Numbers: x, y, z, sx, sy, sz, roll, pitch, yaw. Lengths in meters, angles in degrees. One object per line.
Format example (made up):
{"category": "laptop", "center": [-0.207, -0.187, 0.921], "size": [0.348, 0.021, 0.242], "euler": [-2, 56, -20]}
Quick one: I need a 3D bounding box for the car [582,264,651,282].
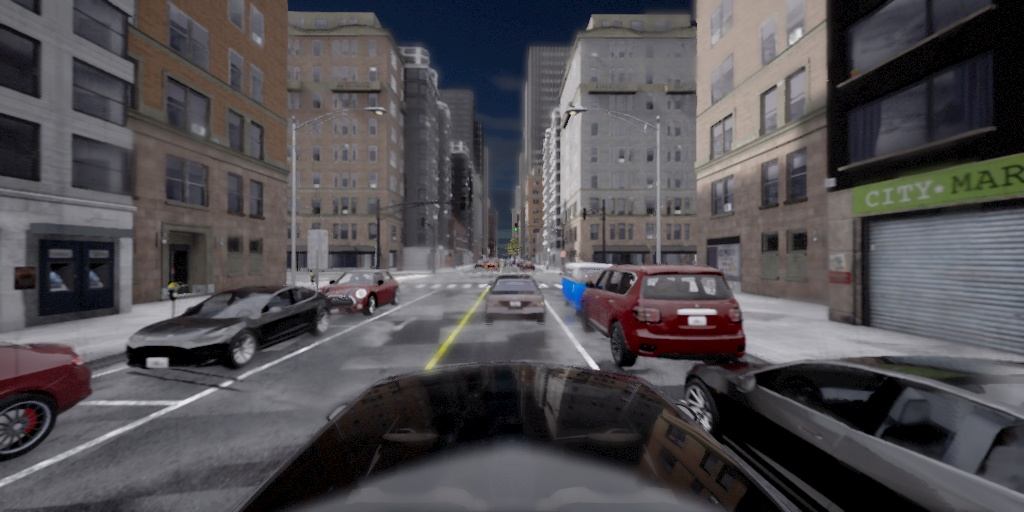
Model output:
{"category": "car", "center": [8.828, 1.413, 30.633], "size": [5.357, 1.411, 2.033], "euler": [0, 0, 0]}

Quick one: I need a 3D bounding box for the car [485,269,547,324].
{"category": "car", "center": [0.101, 1.345, 12.091], "size": [2.033, 1.411, 5.357], "euler": [0, 0, 0]}

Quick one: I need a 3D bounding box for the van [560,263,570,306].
{"category": "van", "center": [2.858, 1.144, 13.440], "size": [1.690, 1.789, 3.998], "euler": [0, 0, 0]}

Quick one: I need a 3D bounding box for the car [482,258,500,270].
{"category": "car", "center": [-3.398, 1.394, 59.828], "size": [2.097, 1.767, 4.553], "euler": [0, 0, -1]}

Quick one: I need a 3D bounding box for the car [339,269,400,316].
{"category": "car", "center": [-5.668, 1.243, 13.435], "size": [1.967, 1.591, 4.097], "euler": [0, 0, 0]}

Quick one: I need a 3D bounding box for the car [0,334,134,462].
{"category": "car", "center": [-5.668, 1.335, 2.385], "size": [1.802, 1.307, 4.207], "euler": [0, 0, 0]}

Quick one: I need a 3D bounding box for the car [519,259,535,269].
{"category": "car", "center": [2.577, 1.468, 57.328], "size": [1.967, 1.591, 4.097], "euler": [0, 0, -1]}

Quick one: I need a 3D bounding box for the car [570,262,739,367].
{"category": "car", "center": [2.858, 1.093, 7.916], "size": [2.192, 1.841, 5.009], "euler": [0, 0, 0]}

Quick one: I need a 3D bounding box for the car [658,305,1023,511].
{"category": "car", "center": [2.858, 1.319, 2.392], "size": [1.948, 1.339, 4.313], "euler": [0, 0, 0]}

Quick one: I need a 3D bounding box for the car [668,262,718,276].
{"category": "car", "center": [20.259, 1.442, 40.276], "size": [4.674, 1.442, 1.812], "euler": [0, 0, 0]}

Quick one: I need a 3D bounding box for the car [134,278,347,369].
{"category": "car", "center": [-5.668, 1.344, 7.910], "size": [1.948, 1.339, 4.313], "euler": [0, 0, 0]}
